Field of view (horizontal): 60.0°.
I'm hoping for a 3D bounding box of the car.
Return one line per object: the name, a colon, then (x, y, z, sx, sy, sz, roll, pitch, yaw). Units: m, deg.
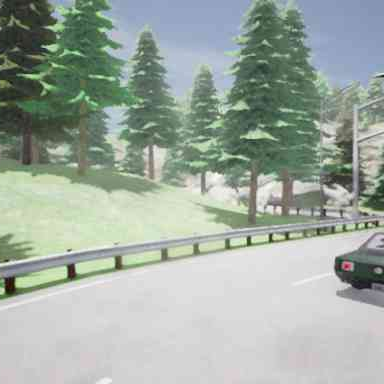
car: (5.365, 1.566, 7.840, 4.718, 1.301, 1.895, 0, 0, -39)
